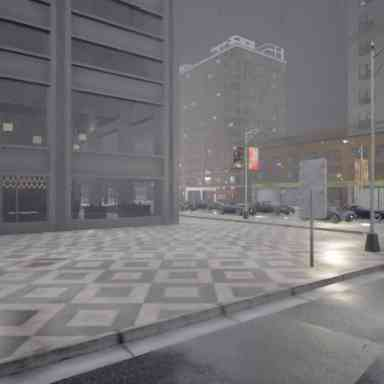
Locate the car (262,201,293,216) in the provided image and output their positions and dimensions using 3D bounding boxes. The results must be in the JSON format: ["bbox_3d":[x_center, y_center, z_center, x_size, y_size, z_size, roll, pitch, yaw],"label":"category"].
[{"bbox_3d":[8.018,1.632,34.519,2.033,1.411,5.357,0,0,-36],"label":"car"}]

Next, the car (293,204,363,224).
[{"bbox_3d":[10.394,1.616,25.680,1.994,1.385,4.181,0,0,-36],"label":"car"}]

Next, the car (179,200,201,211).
[{"bbox_3d":[-1.286,1.687,41.885,1.994,1.385,4.181,0,0,-35],"label":"car"}]

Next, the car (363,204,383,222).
[{"bbox_3d":[13.665,1.648,26.698,1.895,1.301,4.718,0,0,-36],"label":"car"}]

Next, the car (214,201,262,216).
[{"bbox_3d":[4.583,1.654,33.738,1.994,1.385,4.181,0,0,-36],"label":"car"}]

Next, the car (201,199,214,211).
[{"bbox_3d":[1.835,1.668,43.097,2.033,1.411,5.357,0,0,-36],"label":"car"}]
